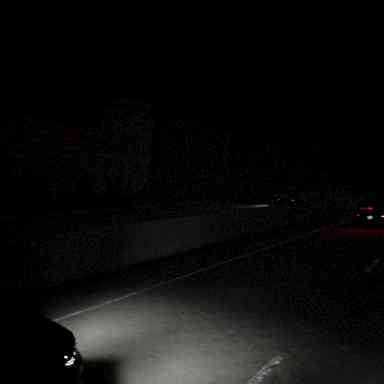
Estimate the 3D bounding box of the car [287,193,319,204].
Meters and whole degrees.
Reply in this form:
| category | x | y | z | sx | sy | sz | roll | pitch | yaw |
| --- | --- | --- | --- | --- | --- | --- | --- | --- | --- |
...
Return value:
| category | x | y | z | sx | sy | sz | roll | pitch | yaw |
| --- | --- | --- | --- | --- | --- | --- | --- | --- | --- |
| car | 13.498 | 0.915 | 39.448 | 1.882 | 1.535 | 5.008 | 0 | -2 | 39 |

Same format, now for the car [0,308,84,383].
| category | x | y | z | sx | sy | sz | roll | pitch | yaw |
| --- | --- | --- | --- | --- | --- | --- | --- | --- | --- |
| car | -2.997 | 1.511 | 1.810 | 1.837 | 1.490 | 4.892 | 0 | 1 | 39 |

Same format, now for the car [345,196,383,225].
| category | x | y | z | sx | sy | sz | roll | pitch | yaw |
| --- | --- | --- | --- | --- | --- | --- | --- | --- | --- |
| car | 10.454 | 1.004 | 18.584 | 2.128 | 1.511 | 4.902 | 0 | 1 | 39 |

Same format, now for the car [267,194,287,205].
| category | x | y | z | sx | sy | sz | roll | pitch | yaw |
| --- | --- | --- | --- | --- | --- | --- | --- | --- | --- |
| car | 11.256 | 0.983 | 42.247 | 1.812 | 1.442 | 4.674 | 0 | -2 | 39 |

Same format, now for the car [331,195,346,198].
| category | x | y | z | sx | sy | sz | roll | pitch | yaw |
| --- | --- | --- | --- | --- | --- | --- | --- | --- | --- |
| car | 17.246 | 1.061 | 38.518 | 1.994 | 1.385 | 4.181 | 0 | -2 | 39 |
